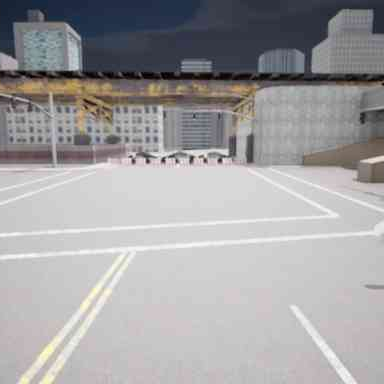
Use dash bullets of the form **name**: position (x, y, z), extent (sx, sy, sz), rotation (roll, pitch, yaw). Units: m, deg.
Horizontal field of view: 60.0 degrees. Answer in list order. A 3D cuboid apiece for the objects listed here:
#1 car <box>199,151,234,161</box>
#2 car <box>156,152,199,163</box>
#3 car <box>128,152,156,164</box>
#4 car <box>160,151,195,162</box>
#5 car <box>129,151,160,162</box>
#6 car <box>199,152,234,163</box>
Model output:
- **car**: position (3.357, -5.023, 46.500), extent (4.536, 1.218, 1.853), rotation (5, 10, 29)
- **car**: position (-1.971, -4.749, 45.762), extent (4.974, 1.542, 2.038), rotation (-6, 11, -35)
- **car**: position (-6.579, -4.752, 45.788), extent (4.974, 1.542, 2.038), rotation (8, 12, 43)
- **car**: position (-1.929, -4.909, 45.768), extent (4.536, 1.218, 1.853), rotation (-6, 11, -35)
- **car**: position (-6.616, -4.913, 45.799), extent (4.536, 1.218, 1.853), rotation (8, 12, 43)
- **car**: position (3.402, -4.863, 46.499), extent (4.974, 1.542, 2.038), rotation (5, 10, 29)
